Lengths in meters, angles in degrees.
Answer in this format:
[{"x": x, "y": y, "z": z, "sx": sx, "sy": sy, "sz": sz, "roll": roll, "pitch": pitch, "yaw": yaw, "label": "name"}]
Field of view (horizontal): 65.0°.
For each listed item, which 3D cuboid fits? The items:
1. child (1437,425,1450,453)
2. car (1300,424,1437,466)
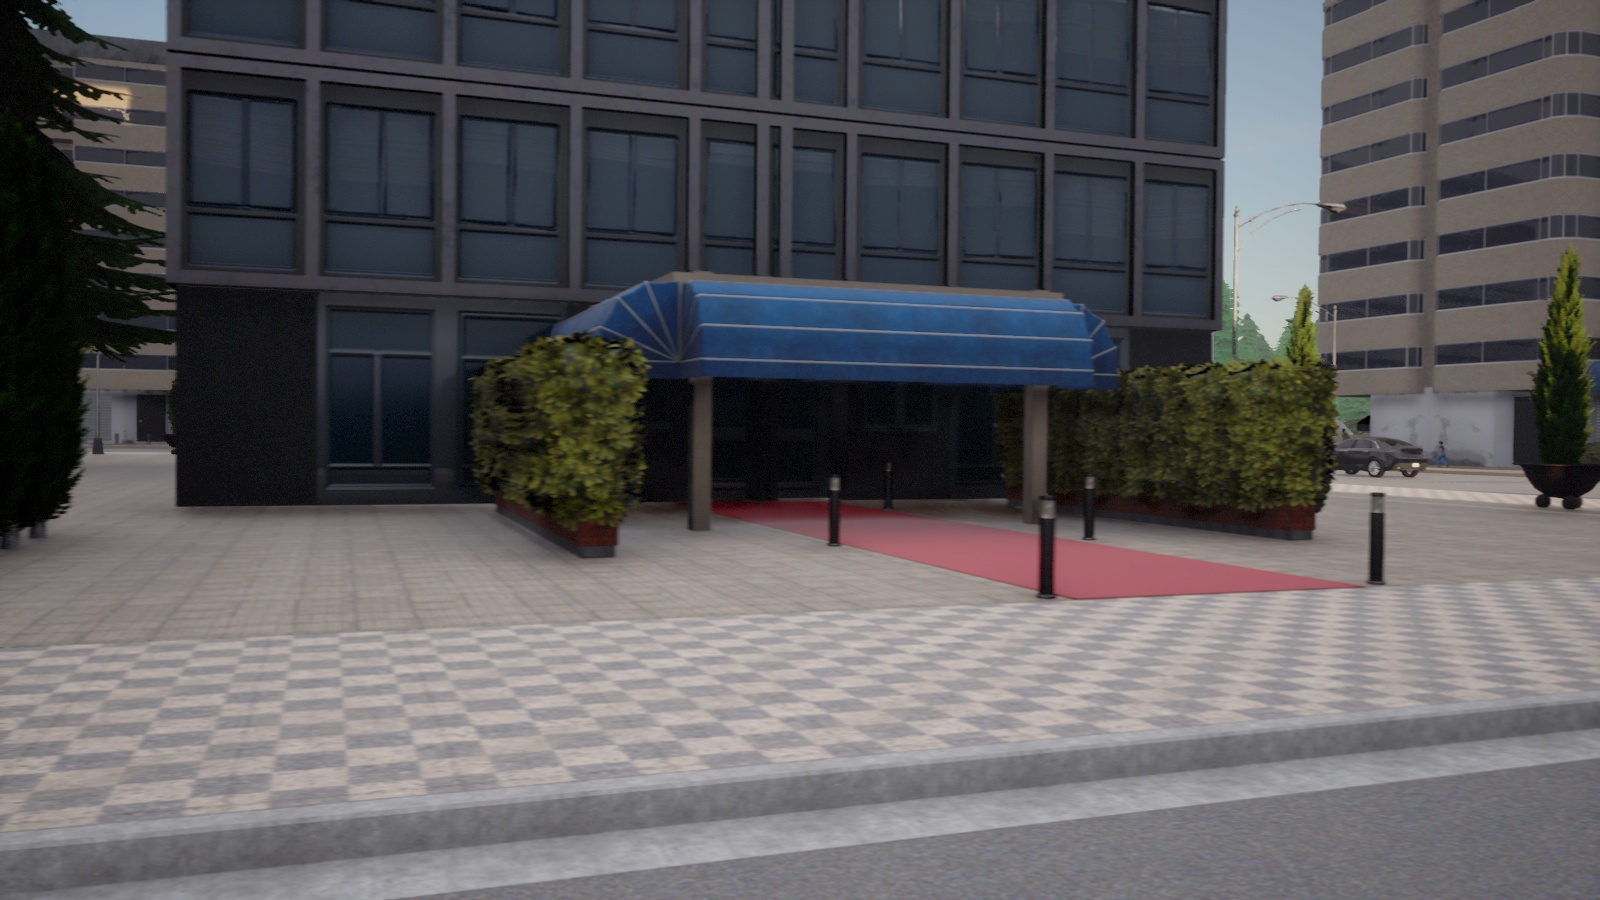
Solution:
[{"x": 28.617, "y": -0.482, "z": 55.860, "sx": 0.270, "sy": 1.263, "sz": 0.437, "roll": -1, "pitch": 1, "yaw": -26, "label": "child"}, {"x": 21.577, "y": -0.209, "z": 47.876, "sx": 1.837, "sy": 1.490, "sz": 4.892, "roll": -1, "pitch": 1, "yaw": -20, "label": "car"}]
